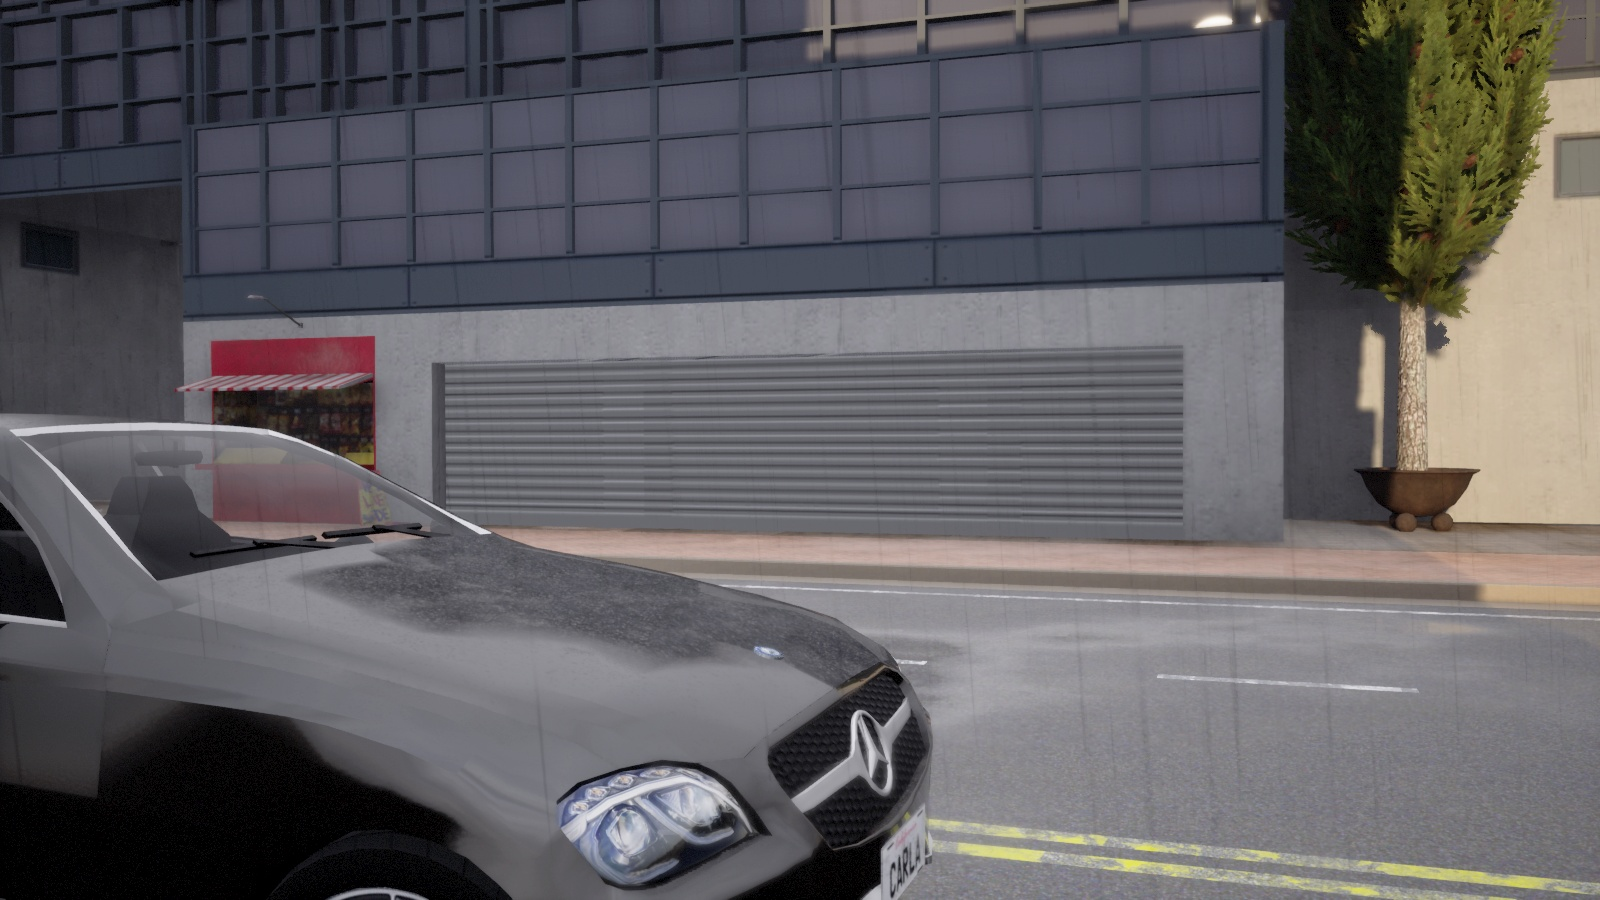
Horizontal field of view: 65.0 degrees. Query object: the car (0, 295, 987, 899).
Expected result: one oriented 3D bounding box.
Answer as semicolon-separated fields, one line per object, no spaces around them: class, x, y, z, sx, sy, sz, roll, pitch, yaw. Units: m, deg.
car;-2.120;0.535;3.904;5.027;1.651;2.152;1;1;19
